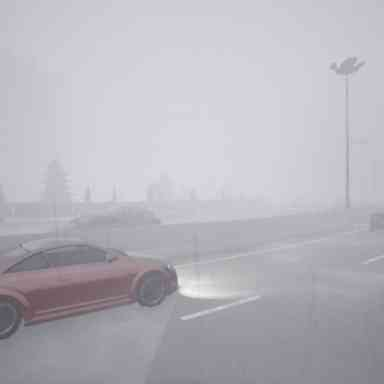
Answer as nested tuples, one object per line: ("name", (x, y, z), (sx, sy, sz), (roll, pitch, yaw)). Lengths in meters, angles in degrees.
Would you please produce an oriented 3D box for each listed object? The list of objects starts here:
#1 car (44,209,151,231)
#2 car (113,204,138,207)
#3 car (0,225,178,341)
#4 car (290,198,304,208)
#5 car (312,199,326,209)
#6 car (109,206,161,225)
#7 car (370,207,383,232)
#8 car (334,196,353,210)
("car", (-4.177, 1.635, 14.270), (4.181, 1.385, 1.994), (0, 0, -40))
("car", (-4.801, 1.602, 22.920), (5.008, 1.535, 1.882), (0, 0, -43))
("car", (-2.349, 1.595, 6.587), (4.181, 1.385, 1.994), (0, 0, -36))
("car", (18.242, 1.777, 57.726), (2.097, 1.767, 4.553), (0, -1, 20))
("car", (20.214, 1.895, 52.982), (1.812, 1.442, 4.674), (0, -1, 23))
("car", (-4.180, 1.698, 18.775), (4.718, 1.301, 1.895), (0, 0, -41))
("car", (12.330, 1.584, 20.178), (1.882, 1.535, 5.008), (0, 0, 42))
("car", (22.083, 1.543, 48.478), (2.150, 2.045, 5.566), (0, -1, 24))
